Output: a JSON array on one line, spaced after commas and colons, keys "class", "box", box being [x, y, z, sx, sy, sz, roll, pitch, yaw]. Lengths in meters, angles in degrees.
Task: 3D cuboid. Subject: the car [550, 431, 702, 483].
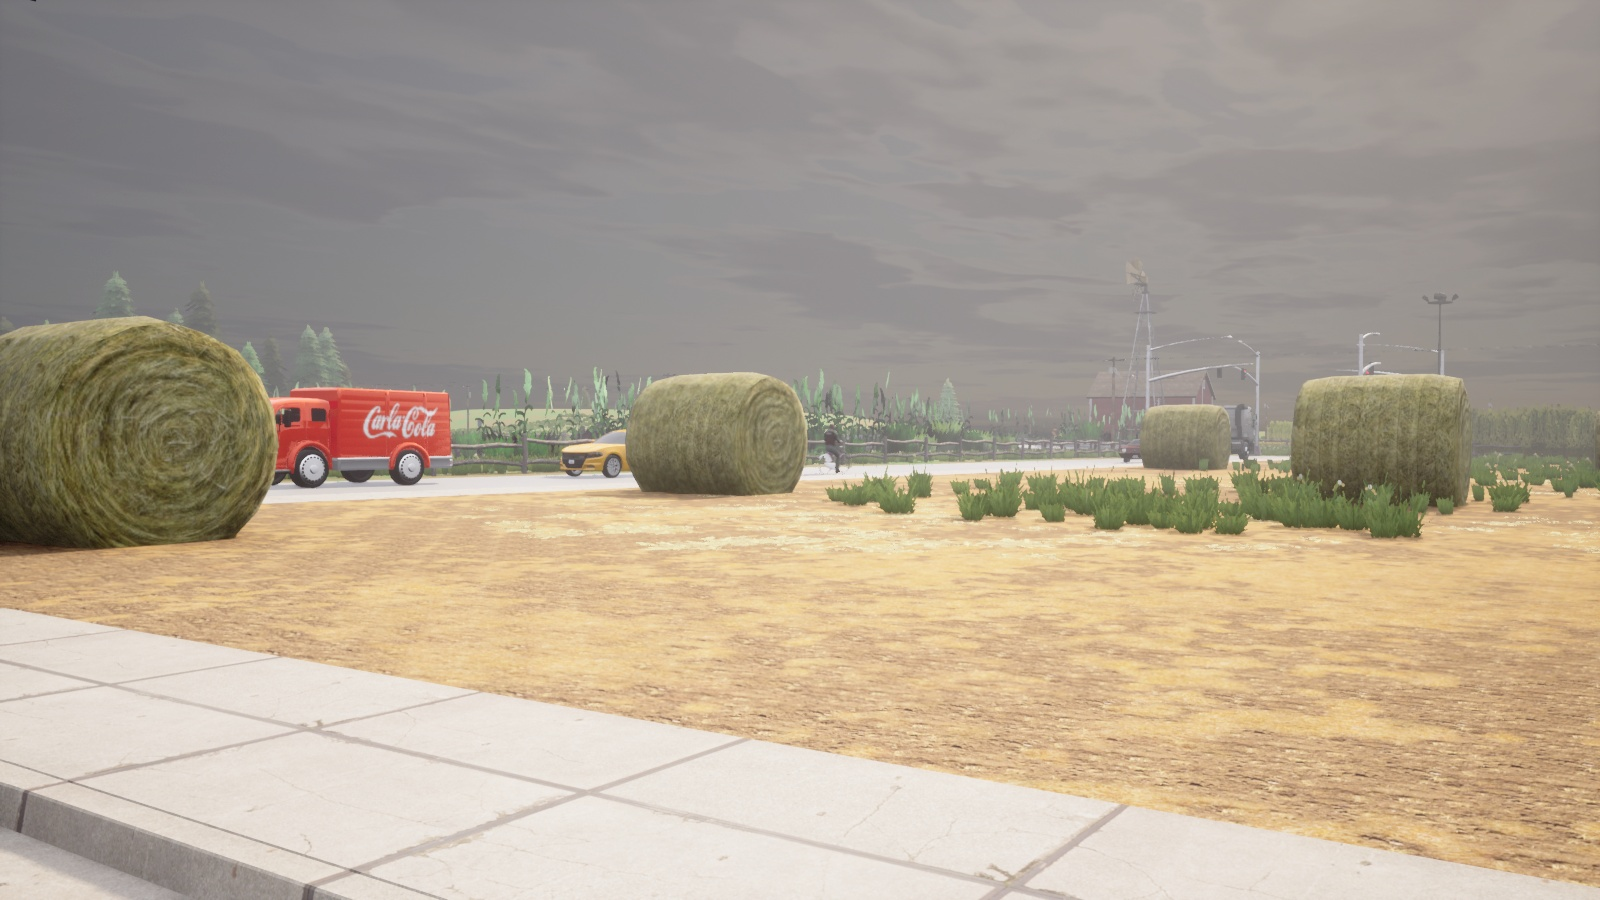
[{"class": "car", "box": [-5.506, 0.172, 40.422, 1.882, 1.535, 5.008, 0, 1, 36]}]

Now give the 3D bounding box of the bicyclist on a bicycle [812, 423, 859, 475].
[{"class": "bicyclist on a bicycle", "box": [1.244, -0.041, 43.683, 0.659, 1.776, 1.843, 0, 1, 36]}]

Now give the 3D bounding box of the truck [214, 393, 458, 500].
[{"class": "truck", "box": [-11.702, -0.121, 32.009, 2.627, 2.467, 5.204, 0, 1, 36]}]

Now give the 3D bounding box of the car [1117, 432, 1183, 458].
[{"class": "car", "box": [18.892, -0.298, 67.641, 1.895, 1.301, 4.718, 0, 1, 36]}]

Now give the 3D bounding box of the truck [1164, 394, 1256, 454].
[{"class": "truck", "box": [24.800, -1.543, 75.659, 2.891, 3.462, 7.936, 0, 1, 36]}]
